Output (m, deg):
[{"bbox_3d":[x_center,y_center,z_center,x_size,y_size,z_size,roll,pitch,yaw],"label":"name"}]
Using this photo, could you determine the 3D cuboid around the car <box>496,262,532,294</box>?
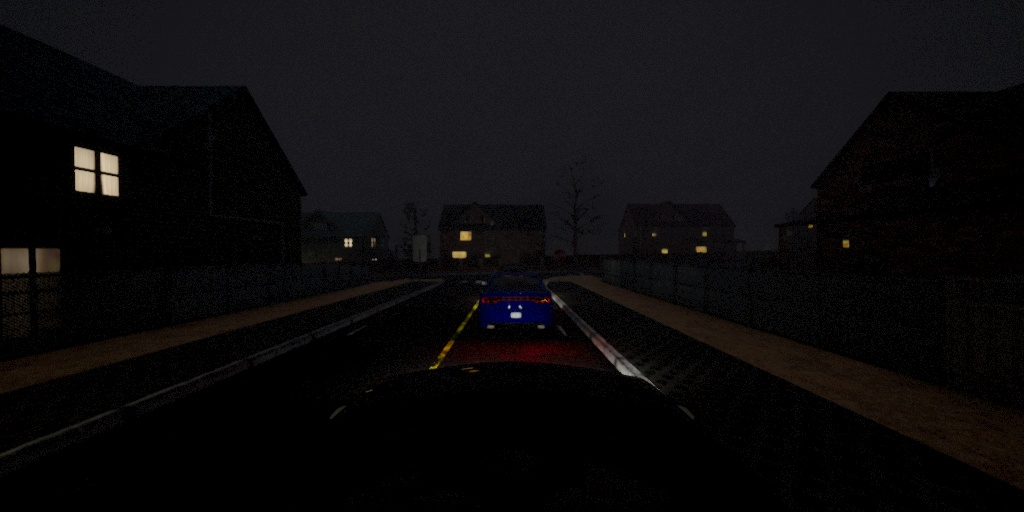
[{"bbox_3d":[0.037,1.158,20.299,1.837,1.490,4.892,0,0,-1],"label":"car"}]

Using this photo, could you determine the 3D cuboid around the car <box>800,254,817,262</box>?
[{"bbox_3d":[28.976,0.439,33.631,4.718,1.301,1.895,-1,1,0],"label":"car"}]

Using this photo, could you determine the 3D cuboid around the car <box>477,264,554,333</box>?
[{"bbox_3d":[0.088,1.178,10.590,1.882,1.535,5.008,0,0,0],"label":"car"}]
